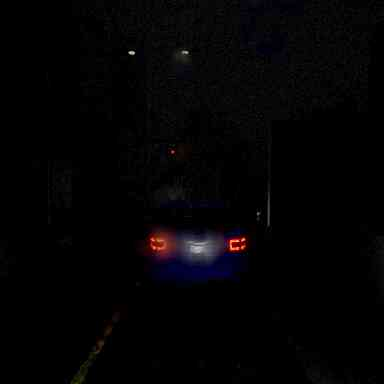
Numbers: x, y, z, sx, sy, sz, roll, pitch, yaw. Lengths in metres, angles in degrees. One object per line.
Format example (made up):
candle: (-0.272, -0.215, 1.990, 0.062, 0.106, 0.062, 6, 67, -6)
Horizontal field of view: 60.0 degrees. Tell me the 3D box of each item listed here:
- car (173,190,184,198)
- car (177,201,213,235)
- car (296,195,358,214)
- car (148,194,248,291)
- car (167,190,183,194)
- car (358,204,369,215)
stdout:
car: (-2.531, 0.352, 64.899, 1.895, 1.301, 4.718, 0, 2, 1)
car: (0.133, 1.390, 19.150, 1.837, 1.490, 4.892, 0, 1, 0)
car: (12.844, 1.183, 32.425, 5.009, 1.841, 2.192, 1, 0, 0)
car: (0.118, 1.195, 9.124, 2.150, 2.045, 5.566, 0, 0, 0)
car: (-2.679, 0.833, 45.188, 2.128, 1.511, 4.902, 0, 2, -1)
car: (18.242, 1.526, 32.413, 4.206, 1.307, 1.802, 1, 0, 0)
